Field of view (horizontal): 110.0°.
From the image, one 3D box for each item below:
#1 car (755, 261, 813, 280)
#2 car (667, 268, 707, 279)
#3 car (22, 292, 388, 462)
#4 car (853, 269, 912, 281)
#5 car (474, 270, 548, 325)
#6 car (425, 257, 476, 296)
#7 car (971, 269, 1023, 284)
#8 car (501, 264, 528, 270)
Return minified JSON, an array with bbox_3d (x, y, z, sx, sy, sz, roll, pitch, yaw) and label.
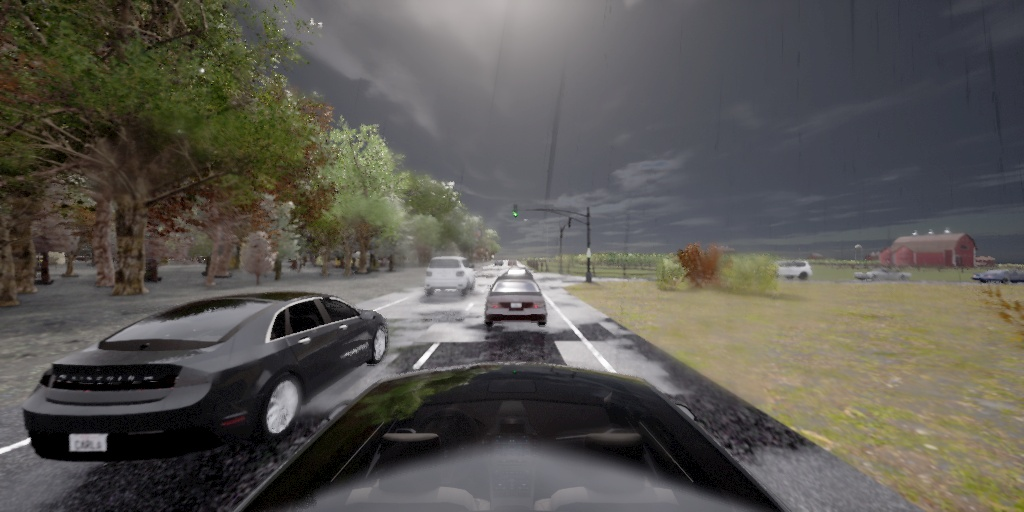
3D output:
[{"bbox_3d":[29.315,1.570,38.888,5.566,2.045,2.150,1,-1,0],"label":"car"},{"bbox_3d":[18.880,1.799,38.940,4.181,1.385,1.994,1,-1,0],"label":"car"},{"bbox_3d":[-3.397,1.276,5.301,1.837,1.490,4.892,0,-1,0],"label":"car"},{"bbox_3d":[39.991,2.065,38.808,4.718,1.301,1.895,1,-1,0],"label":"car"},{"bbox_3d":[0.108,1.362,11.978,2.033,1.411,5.357,0,0,0],"label":"car"},{"bbox_3d":[-3.380,1.088,20.465,2.150,2.045,5.566,0,0,0],"label":"car"},{"bbox_3d":[48.626,2.023,35.159,5.357,1.411,2.033,1,-1,1],"label":"car"},{"bbox_3d":[0.456,1.452,23.863,1.994,1.385,4.181,0,0,6],"label":"car"}]
